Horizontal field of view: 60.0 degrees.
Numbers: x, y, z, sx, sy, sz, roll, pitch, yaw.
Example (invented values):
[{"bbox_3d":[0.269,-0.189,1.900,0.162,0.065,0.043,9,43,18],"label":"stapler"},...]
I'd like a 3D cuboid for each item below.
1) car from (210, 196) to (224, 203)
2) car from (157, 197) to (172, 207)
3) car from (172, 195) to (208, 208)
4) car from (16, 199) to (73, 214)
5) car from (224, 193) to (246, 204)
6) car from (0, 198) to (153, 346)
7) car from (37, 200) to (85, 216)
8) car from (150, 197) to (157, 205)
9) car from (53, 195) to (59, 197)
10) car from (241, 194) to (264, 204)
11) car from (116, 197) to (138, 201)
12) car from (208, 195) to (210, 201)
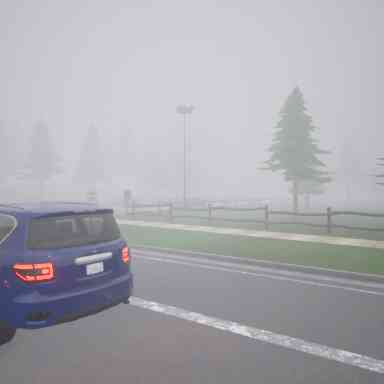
[{"bbox_3d":[6.179,1.505,67.465,1.882,1.535,5.008,0,0,35],"label":"car"},{"bbox_3d":[-2.674,1.564,48.872,1.994,1.385,4.181,0,0,35],"label":"car"},{"bbox_3d":[-0.200,1.504,46.303,1.837,1.490,4.892,0,0,35],"label":"car"},{"bbox_3d":[-15.886,1.547,36.095,2.033,1.411,5.357,0,0,35],"label":"car"},{"bbox_3d":[9.028,1.261,65.432,2.150,2.045,5.566,0,0,35],"label":"car"},{"bbox_3d":[-3.598,1.221,6.501,5.566,2.045,2.150,0,0,36],"label":"car"},{"bbox_3d":[-13.239,1.564,33.773,1.994,1.385,4.181,0,0,35],"label":"car"},{"bbox_3d":[-4.836,1.491,51.885,2.128,1.511,4.902,0,0,35],"label":"car"},{"bbox_3d":[-18.524,1.491,38.437,2.128,1.511,4.902,0,0,35],"label":"car"},{"bbox_3d":[11.915,1.551,63.453,2.033,1.411,5.357,0,0,35],"label":"car"},{"bbox_3d":[-10.238,1.489,50.276,2.128,1.511,4.902,0,0,35],"label":"car"},{"bbox_3d":[2.336,1.351,68.108,2.097,1.767,4.553,0,0,35],"label":"car"}]
